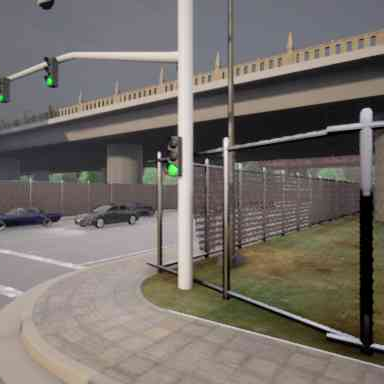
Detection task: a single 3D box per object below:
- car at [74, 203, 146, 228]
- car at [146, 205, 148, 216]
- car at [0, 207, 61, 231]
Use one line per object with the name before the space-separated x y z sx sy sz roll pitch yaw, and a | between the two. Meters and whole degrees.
car | -5.704 1.579 22.843 1.837 1.490 4.892 0 0 35
car | -5.258 1.641 29.540 1.994 1.385 4.181 0 0 35
car | -11.064 1.679 21.392 1.895 1.301 4.718 0 0 37
